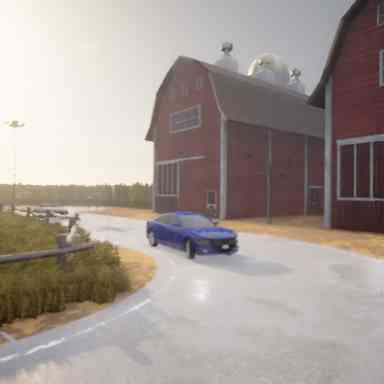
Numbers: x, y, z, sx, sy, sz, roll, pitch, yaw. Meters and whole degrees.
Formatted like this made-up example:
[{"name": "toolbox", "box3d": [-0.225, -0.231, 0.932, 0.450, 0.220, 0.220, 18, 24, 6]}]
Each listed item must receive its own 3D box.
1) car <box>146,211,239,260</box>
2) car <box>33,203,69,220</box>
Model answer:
[{"name": "car", "box3d": [-0.157, 1.554, 13.239, 1.882, 1.535, 5.008, 1, 0, -31]}, {"name": "car", "box3d": [-11.970, 1.603, 28.184, 1.994, 1.385, 4.181, 1, -1, -40]}]
